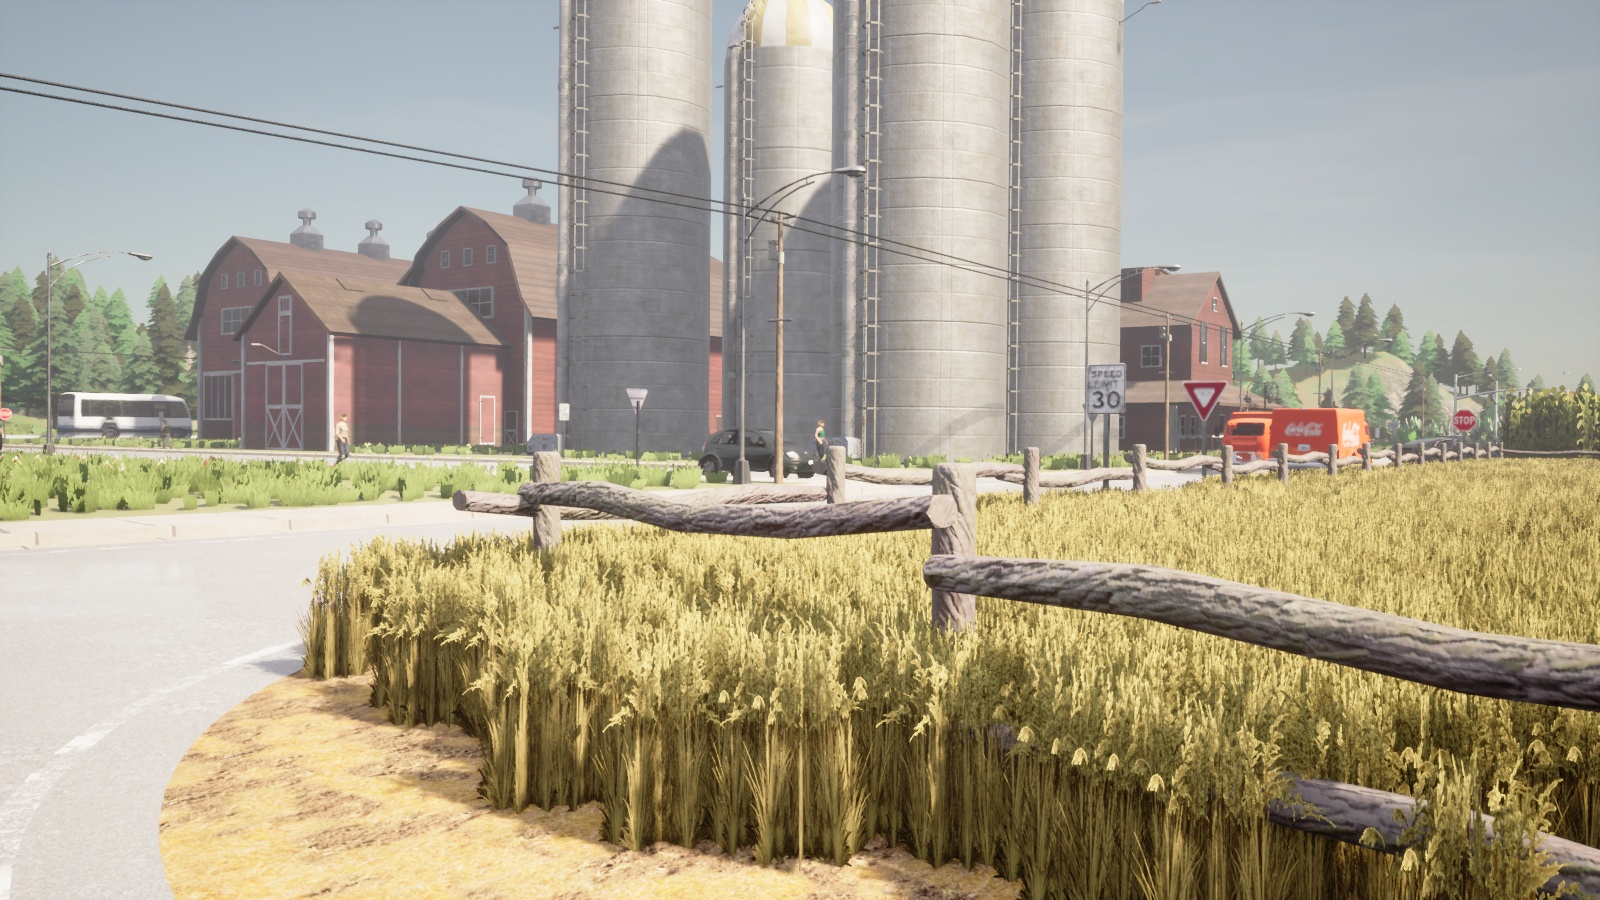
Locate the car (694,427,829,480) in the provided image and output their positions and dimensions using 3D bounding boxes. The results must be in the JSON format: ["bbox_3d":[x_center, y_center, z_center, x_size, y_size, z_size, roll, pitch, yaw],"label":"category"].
[{"bbox_3d":[-1.253,0.090,40.267,3.988,1.617,1.851,0,1,35],"label":"car"}]

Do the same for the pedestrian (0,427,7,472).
[{"bbox_3d":[-32.430,-0.013,50.812,0.594,1.836,0.345,0,1,32],"label":"pedestrian"}]

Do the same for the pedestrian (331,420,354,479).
[{"bbox_3d":[-14.304,-0.020,39.267,0.594,1.836,0.345,0,1,20],"label":"pedestrian"}]

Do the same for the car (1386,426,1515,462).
[{"bbox_3d":[27.750,-0.247,53.612,4.892,1.490,1.837,-1,-1,-15],"label":"car"}]

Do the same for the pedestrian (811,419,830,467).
[{"bbox_3d":[0.793,-0.283,48.510,0.594,1.836,0.345,0,1,37],"label":"pedestrian"}]

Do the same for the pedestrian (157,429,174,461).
[{"bbox_3d":[-38.434,-0.304,76.070,0.849,1.883,0.563,0,1,33],"label":"pedestrian"}]

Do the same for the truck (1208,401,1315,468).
[{"bbox_3d":[18.275,-0.586,49.589,2.627,2.467,5.204,0,0,36],"label":"truck"}]

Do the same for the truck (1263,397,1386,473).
[{"bbox_3d":[18.310,-0.521,43.691,2.627,2.467,5.204,0,1,38],"label":"truck"}]
